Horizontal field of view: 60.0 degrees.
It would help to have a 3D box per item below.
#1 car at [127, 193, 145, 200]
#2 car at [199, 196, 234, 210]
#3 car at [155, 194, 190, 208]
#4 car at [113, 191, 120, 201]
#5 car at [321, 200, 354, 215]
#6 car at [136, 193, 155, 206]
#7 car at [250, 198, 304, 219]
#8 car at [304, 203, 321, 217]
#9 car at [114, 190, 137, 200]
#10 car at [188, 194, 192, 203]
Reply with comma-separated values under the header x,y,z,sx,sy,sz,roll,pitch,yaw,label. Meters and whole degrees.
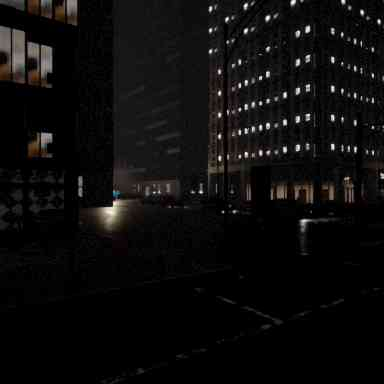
x,y,z,sx,sy,sz,roll,pitch,yaw,label
-11.500,0.865,67.811,1.947,1.339,4.313,1,0,-36,car
2.716,1.179,37.198,2.128,1.511,4.902,0,1,-33,car
-2.469,1.212,40.529,1.802,1.307,4.206,1,0,-33,car
-14.968,0.920,58.904,1.887,1.381,4.507,1,0,-35,car
13.047,1.377,31.269,1.802,1.307,4.206,1,0,-32,car
-5.419,1.094,45.025,1.752,1.417,4.829,1,0,-33,car
6.429,1.399,26.575,1.802,1.307,4.206,1,0,-32,car
8.194,1.309,28.517,1.837,1.490,4.892,0,1,-32,car
-13.277,0.787,65.992,1.882,1.535,5.008,0,1,-36,car
-1.852,0.927,54.365,1.967,1.590,4.097,1,0,-35,car
